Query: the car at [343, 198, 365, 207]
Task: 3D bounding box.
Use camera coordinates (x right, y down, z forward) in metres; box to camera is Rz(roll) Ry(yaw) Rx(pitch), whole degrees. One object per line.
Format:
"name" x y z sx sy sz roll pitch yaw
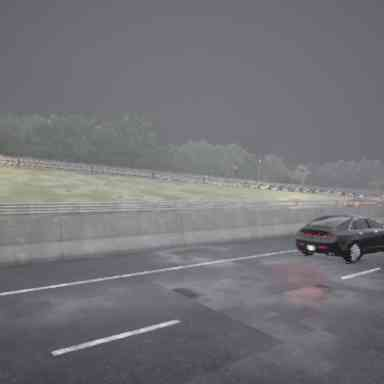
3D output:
"car" 22.923 1.653 45.945 4.553 1.767 2.097 0 0 -35

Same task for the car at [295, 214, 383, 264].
"car" 5.867 1.584 12.255 4.892 1.490 1.837 0 0 -35

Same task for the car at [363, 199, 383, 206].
"car" 24.800 1.846 42.994 5.357 1.411 2.033 0 0 -35
